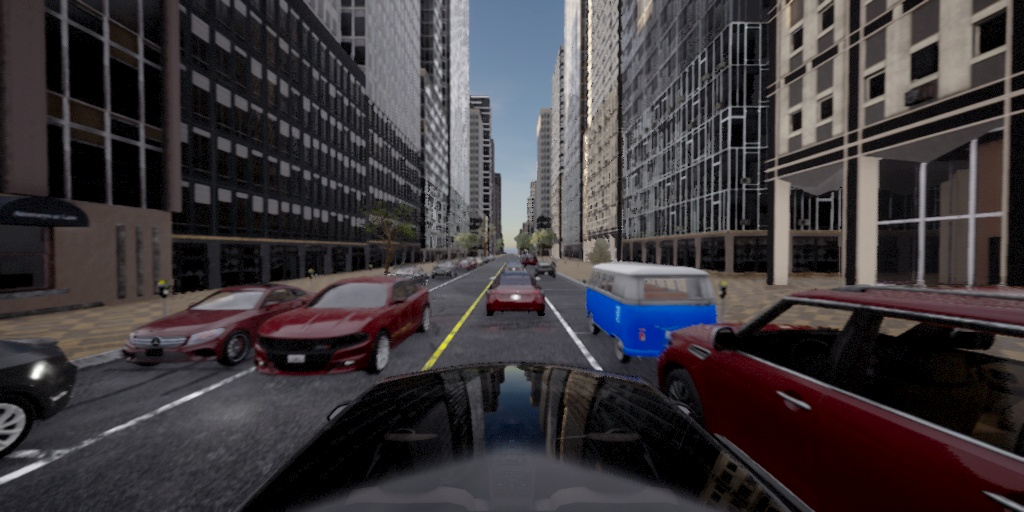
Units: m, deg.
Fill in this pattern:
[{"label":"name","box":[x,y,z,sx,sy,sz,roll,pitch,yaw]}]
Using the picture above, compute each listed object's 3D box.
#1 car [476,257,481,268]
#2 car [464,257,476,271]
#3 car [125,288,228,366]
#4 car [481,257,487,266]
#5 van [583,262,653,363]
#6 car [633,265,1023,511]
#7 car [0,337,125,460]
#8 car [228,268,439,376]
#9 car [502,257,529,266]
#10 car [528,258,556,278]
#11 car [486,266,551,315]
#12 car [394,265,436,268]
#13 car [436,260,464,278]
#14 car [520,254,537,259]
[{"label":"car","box":[-5.627,0.883,47.588,1.967,1.591,4.097,0,0,0]},{"label":"car","box":[-5.635,1.063,41.905,1.802,1.307,4.207,0,0,0]},{"label":"car","box":[-5.686,1.287,7.804,1.802,1.307,4.207,0,0,0]},{"label":"car","box":[-5.610,0.893,58.786,1.751,1.417,4.829,0,0,0]},{"label":"van","box":[2.695,1.054,7.792,1.690,1.789,3.998,0,0,0]},{"label":"car","box":[2.686,1.065,2.108,2.192,1.841,5.009,0,0,0]},{"label":"car","box":[-5.695,1.292,2.121,2.007,1.370,4.403,0,0,0]},{"label":"car","box":[-3.093,1.186,7.643,1.882,1.535,5.008,0,0,0]},{"label":"car","box":[0.142,1.101,31.777,2.033,1.411,5.357,0,0,0]},{"label":"car","box":[2.729,1.114,30.525,2.007,1.370,4.403,0,0,0]},{"label":"car","box":[0.116,1.239,13.136,1.994,1.385,4.181,0,0,0]},{"label":"car","box":[-5.669,1.181,19.171,2.007,1.370,4.403,0,0,0]},{"label":"car","box":[-5.652,1.106,30.538,2.007,1.370,4.403,0,0,0]},{"label":"car","box":[2.762,0.729,53.260,2.192,1.841,5.009,0,0,0]}]
